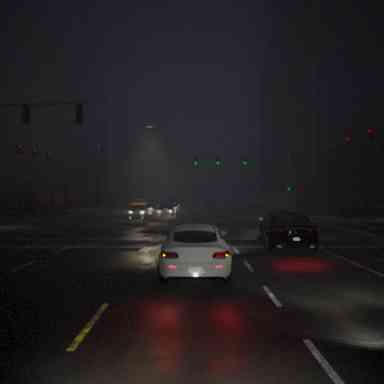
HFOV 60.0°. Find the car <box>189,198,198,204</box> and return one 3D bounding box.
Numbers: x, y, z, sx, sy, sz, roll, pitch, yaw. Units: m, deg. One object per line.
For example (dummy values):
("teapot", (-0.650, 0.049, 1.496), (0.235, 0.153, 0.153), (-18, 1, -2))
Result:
("car", (0.332, 2.025, 76.308), (1.895, 1.301, 4.718), (0, 0, 1))

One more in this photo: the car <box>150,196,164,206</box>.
("car", (-6.856, 1.721, 65.441), (2.097, 1.767, 4.553), (0, 0, 1))

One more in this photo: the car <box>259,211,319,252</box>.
("car", (4.036, 1.560, 14.466), (1.882, 1.535, 5.008), (0, 0, 6))

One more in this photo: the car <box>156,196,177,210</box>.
("car", (-3.700, 1.751, 48.508), (1.882, 1.535, 5.008), (0, 0, 1))

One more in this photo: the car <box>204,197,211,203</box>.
("car", (3.998, 1.966, 86.550), (1.882, 1.535, 5.008), (0, 0, 1))

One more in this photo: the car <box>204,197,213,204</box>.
("car", (3.835, 1.909, 76.436), (1.882, 1.535, 5.008), (0, 0, 1))

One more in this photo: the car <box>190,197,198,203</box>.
("car", (0.499, 2.084, 86.636), (1.895, 1.301, 4.718), (0, 0, 1))

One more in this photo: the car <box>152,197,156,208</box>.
("car", (-7.088, 1.804, 55.382), (2.128, 1.511, 4.902), (0, 0, 1))

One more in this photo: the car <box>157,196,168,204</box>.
("car", (-6.682, 1.766, 75.530), (2.097, 1.767, 4.553), (0, 0, 1))

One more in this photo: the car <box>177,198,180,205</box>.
("car", (-3.539, 1.830, 57.735), (1.837, 1.490, 4.892), (0, 0, 1))

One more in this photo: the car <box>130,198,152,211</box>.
("car", (-7.236, 1.738, 46.115), (1.882, 1.535, 5.008), (0, 0, 1))

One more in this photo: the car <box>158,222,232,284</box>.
("car", (0.053, 1.581, 9.640), (1.812, 1.442, 4.674), (0, 0, -1))

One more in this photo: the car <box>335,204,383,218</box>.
("car", (16.413, 1.782, 31.965), (4.718, 1.301, 1.895), (0, 0, 0))
